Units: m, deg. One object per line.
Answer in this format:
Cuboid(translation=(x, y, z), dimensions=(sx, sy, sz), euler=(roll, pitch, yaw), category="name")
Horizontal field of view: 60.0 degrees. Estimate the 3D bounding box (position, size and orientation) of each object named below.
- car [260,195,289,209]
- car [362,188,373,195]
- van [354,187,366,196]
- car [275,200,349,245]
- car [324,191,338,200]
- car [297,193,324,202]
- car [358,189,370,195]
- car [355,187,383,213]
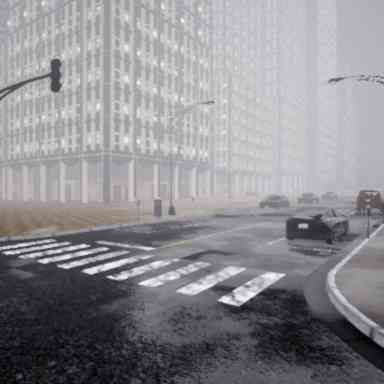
Cuboid(translation=(8.134, 0.930, 32.467), dimensions=(1.947, 1.339, 4.313), euler=(1, 2, 35), category="car")
Cuboid(translation=(43.933, -0.235, 83.242), dimensions=(1.967, 1.590, 4.097), euler=(1, 2, 35), category="car")
Cuboid(translation=(37.425, -0.147, 74.006), dimensions=(1.690, 1.788, 3.998), euler=(1, 2, 35), category="van")
Cuboid(translation=(5.256, 1.246, 13.843), dimensions=(1.947, 1.339, 4.313), euler=(1, 2, 35), category="car")
Cuboid(translation=(21.152, 0.527, 50.931), dimensions=(1.887, 1.381, 4.507), euler=(1, 2, 35), category="car")
Cuboid(translation=(14.642, 0.738, 41.699), dimensions=(1.947, 1.339, 4.313), euler=(1, 2, 35), category="car")
Cuboid(translation=(40.678, -0.016, 78.628), dimensions=(1.947, 1.339, 4.313), euler=(1, 2, 35), category="car")
Cuboid(translation=(15.021, 0.706, 27.684), dimensions=(2.192, 1.841, 5.009), euler=(1, 2, 35), category="car")
